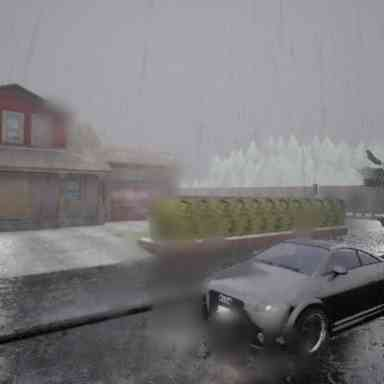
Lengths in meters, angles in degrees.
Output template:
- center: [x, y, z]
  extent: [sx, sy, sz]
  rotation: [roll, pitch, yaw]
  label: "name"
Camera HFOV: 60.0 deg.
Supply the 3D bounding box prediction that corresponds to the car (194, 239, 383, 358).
- center: [2.108, 1.604, 6.084]
  extent: [4.181, 1.385, 1.994]
  rotation: [1, 0, -35]
  label: "car"
